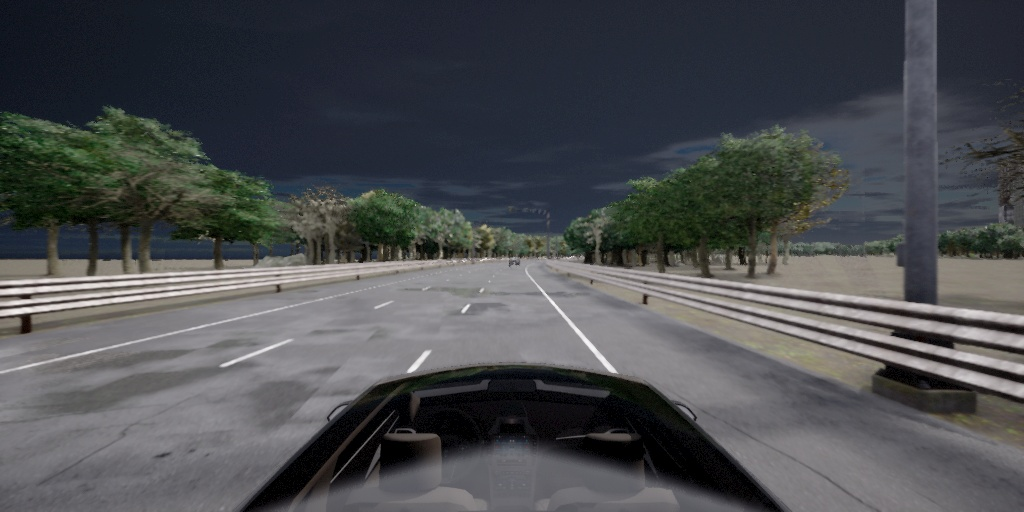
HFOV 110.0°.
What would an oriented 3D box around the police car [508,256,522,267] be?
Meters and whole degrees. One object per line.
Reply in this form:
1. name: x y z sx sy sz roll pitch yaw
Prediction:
1. police car: 0.453 0.829 56.017 1.930 1.638 5.238 0 0 3
